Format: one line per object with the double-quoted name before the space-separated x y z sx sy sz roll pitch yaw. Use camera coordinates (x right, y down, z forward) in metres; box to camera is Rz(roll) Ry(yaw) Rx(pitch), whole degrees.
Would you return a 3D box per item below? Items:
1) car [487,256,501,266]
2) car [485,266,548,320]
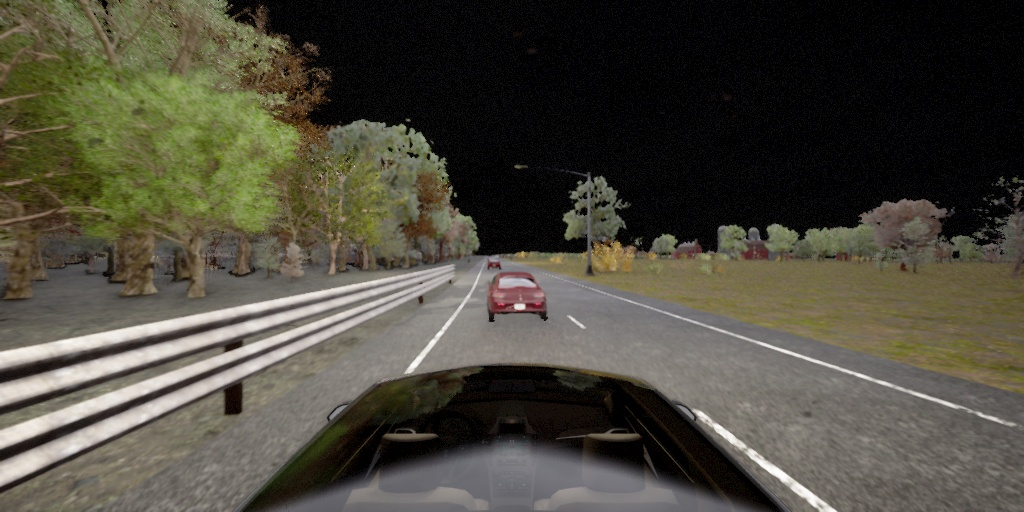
"car" -2.614 1.131 52.260 1.882 1.535 5.008 0 0 -4
"car" 0.065 1.254 12.365 1.812 1.442 4.674 0 0 -4
